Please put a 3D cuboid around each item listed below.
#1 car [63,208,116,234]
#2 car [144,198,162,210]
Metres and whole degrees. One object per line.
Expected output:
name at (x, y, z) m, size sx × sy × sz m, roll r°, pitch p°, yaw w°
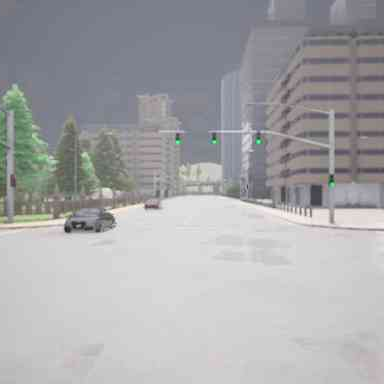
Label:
car at (-5.944, 1.621, 19.714) m, size 1.994 × 1.385 × 4.181 m, roll 0°, pitch 0°, yaw 3°
car at (-5.131, 1.601, 44.096) m, size 1.882 × 1.535 × 5.008 m, roll 0°, pitch 0°, yaw 2°
